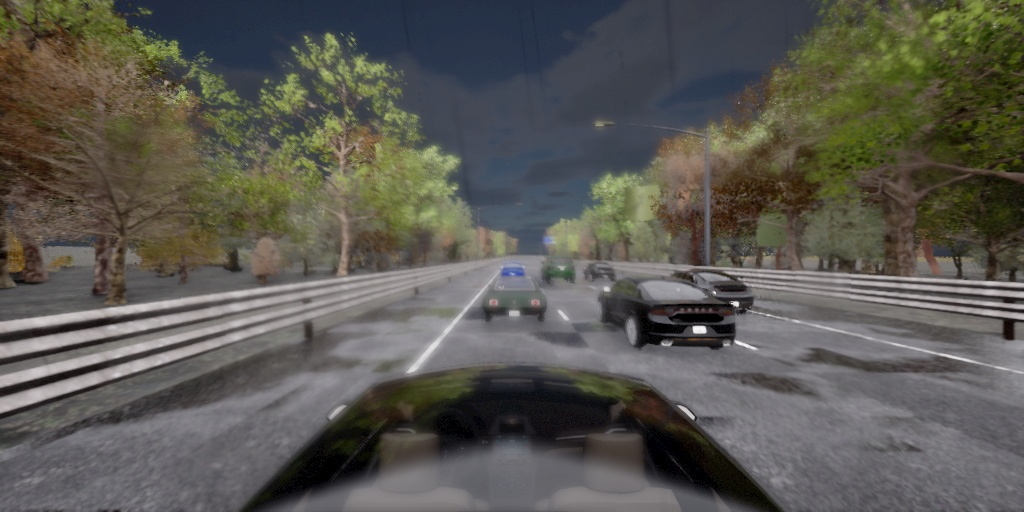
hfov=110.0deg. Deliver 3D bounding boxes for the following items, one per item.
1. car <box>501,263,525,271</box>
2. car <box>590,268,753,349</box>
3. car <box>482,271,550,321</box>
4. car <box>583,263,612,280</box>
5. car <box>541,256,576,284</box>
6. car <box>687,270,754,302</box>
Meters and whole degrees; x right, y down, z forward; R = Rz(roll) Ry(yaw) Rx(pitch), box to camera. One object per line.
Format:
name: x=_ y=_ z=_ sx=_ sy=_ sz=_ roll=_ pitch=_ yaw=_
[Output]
car: x=0.091 y=1.292 z=30.682 sx=1.882 sy=1.535 sz=5.008 roll=0 pitch=0 yaw=0
car: x=3.565 y=1.246 z=9.262 sx=1.882 sy=1.535 sz=5.008 roll=0 pitch=0 yaw=0
car: x=0.084 y=1.376 z=12.540 sx=1.895 sy=1.301 sz=4.718 roll=0 pitch=0 yaw=0
car: x=7.088 y=1.317 z=29.405 sx=1.837 sy=1.490 sz=4.892 roll=0 pitch=0 yaw=0
car: x=3.589 y=1.030 z=28.257 sx=2.150 sy=2.045 sz=5.566 roll=0 pitch=0 yaw=0
car: x=7.087 y=1.284 z=13.852 sx=1.837 sy=1.490 sz=4.892 roll=0 pitch=0 yaw=0
